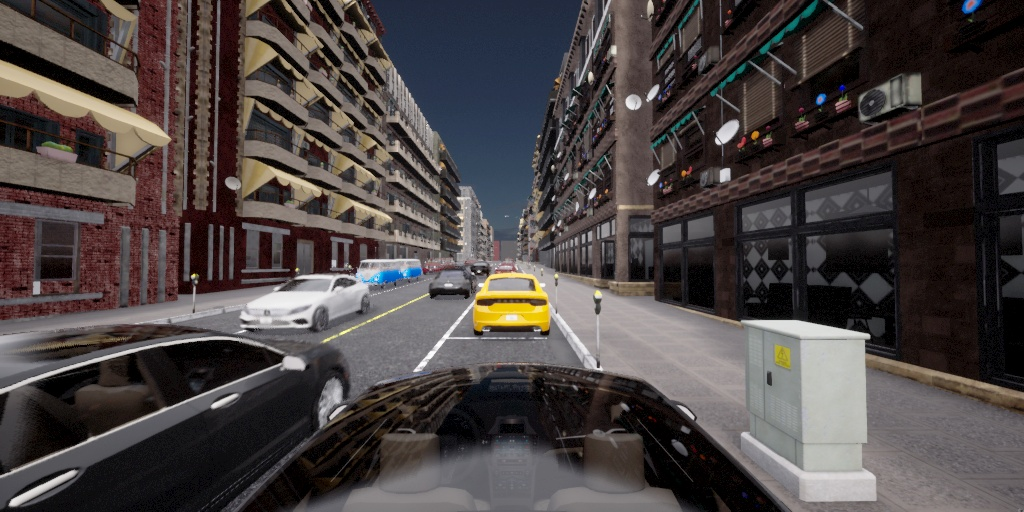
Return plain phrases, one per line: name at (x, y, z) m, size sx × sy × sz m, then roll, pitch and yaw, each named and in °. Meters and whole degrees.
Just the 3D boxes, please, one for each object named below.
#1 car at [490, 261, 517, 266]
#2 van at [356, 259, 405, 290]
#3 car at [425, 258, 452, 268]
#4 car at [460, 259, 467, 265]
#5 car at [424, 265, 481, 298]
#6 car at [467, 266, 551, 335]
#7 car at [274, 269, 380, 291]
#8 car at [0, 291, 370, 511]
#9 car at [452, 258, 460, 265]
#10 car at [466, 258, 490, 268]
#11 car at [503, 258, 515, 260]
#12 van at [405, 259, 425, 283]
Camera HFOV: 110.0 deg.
car at (-0.452, 1.322, 28.072) m, size 1.888 × 1.381 × 4.507 m, roll 0°, pitch 0°, yaw 0°
van at (-8.335, 1.108, 22.603) m, size 1.690 × 1.789 × 3.998 m, roll 0°, pitch 0°, yaw 0°
car at (-8.335, 1.115, 39.194) m, size 2.192 × 1.841 × 5.009 m, roll 0°, pitch 0°, yaw 0°
car at (-8.335, 1.410, 55.786) m, size 1.948 × 1.339 × 4.313 m, roll 0°, pitch 0°, yaw 0°
car at (-2.922, 1.326, 18.512) m, size 1.994 × 1.385 × 4.181 m, roll 0°, pitch 0°, yaw 0°
car at (-0.006, 1.232, 10.503) m, size 1.882 × 1.535 × 5.008 m, roll 0°, pitch 0°, yaw 0°
car at (-5.870, 1.281, 10.889) m, size 1.812 × 1.442 × 4.674 m, roll 0°, pitch 0°, yaw 0°
car at (-2.920, 1.255, 2.519) m, size 1.837 × 1.490 × 4.892 m, roll 0°, pitch 0°, yaw 0°
car at (-8.335, 1.128, 44.724) m, size 2.192 × 1.841 × 5.009 m, roll 0°, pitch 0°, yaw 0°
car at (-3.020, 1.269, 35.324) m, size 1.882 × 1.535 × 5.008 m, roll 0°, pitch 0°, yaw 0°
car at (-0.445, 1.240, 39.134) m, size 1.967 × 1.591 × 4.097 m, roll 0°, pitch 0°, yaw 0°
van at (-8.335, 1.118, 28.134) m, size 1.690 × 1.789 × 3.998 m, roll 0°, pitch 0°, yaw 0°
